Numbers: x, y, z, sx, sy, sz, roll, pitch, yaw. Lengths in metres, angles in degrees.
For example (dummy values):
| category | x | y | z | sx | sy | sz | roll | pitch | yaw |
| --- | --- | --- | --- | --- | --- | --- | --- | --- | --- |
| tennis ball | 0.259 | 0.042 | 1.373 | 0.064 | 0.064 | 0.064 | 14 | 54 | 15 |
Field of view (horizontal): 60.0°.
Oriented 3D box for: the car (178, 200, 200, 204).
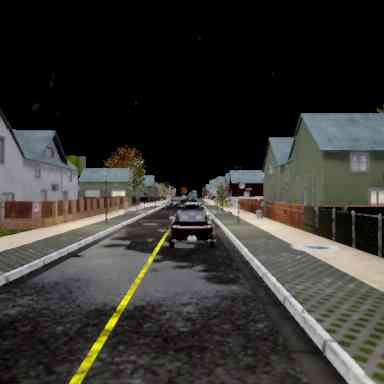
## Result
| category | x | y | z | sx | sy | sz | roll | pitch | yaw |
| --- | --- | --- | --- | --- | --- | --- | --- | --- | --- |
| car | 0.000 | 1.565 | 29.656 | 1.837 | 1.490 | 4.892 | 0 | 0 | 0 |

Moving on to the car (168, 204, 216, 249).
| category | x | y | z | sx | sy | sz | roll | pitch | yaw |
| --- | --- | --- | --- | --- | --- | --- | --- | --- | --- |
| car | 0.000 | 1.508 | 14.653 | 2.128 | 1.511 | 4.902 | 0 | 0 | 0 |

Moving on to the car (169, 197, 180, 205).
| category | x | y | z | sx | sy | sz | roll | pitch | yaw |
| --- | --- | --- | --- | --- | --- | --- | --- | --- | --- |
| car | -2.750 | 1.673 | 55.660 | 2.128 | 1.511 | 4.902 | 0 | 0 | 0 |
